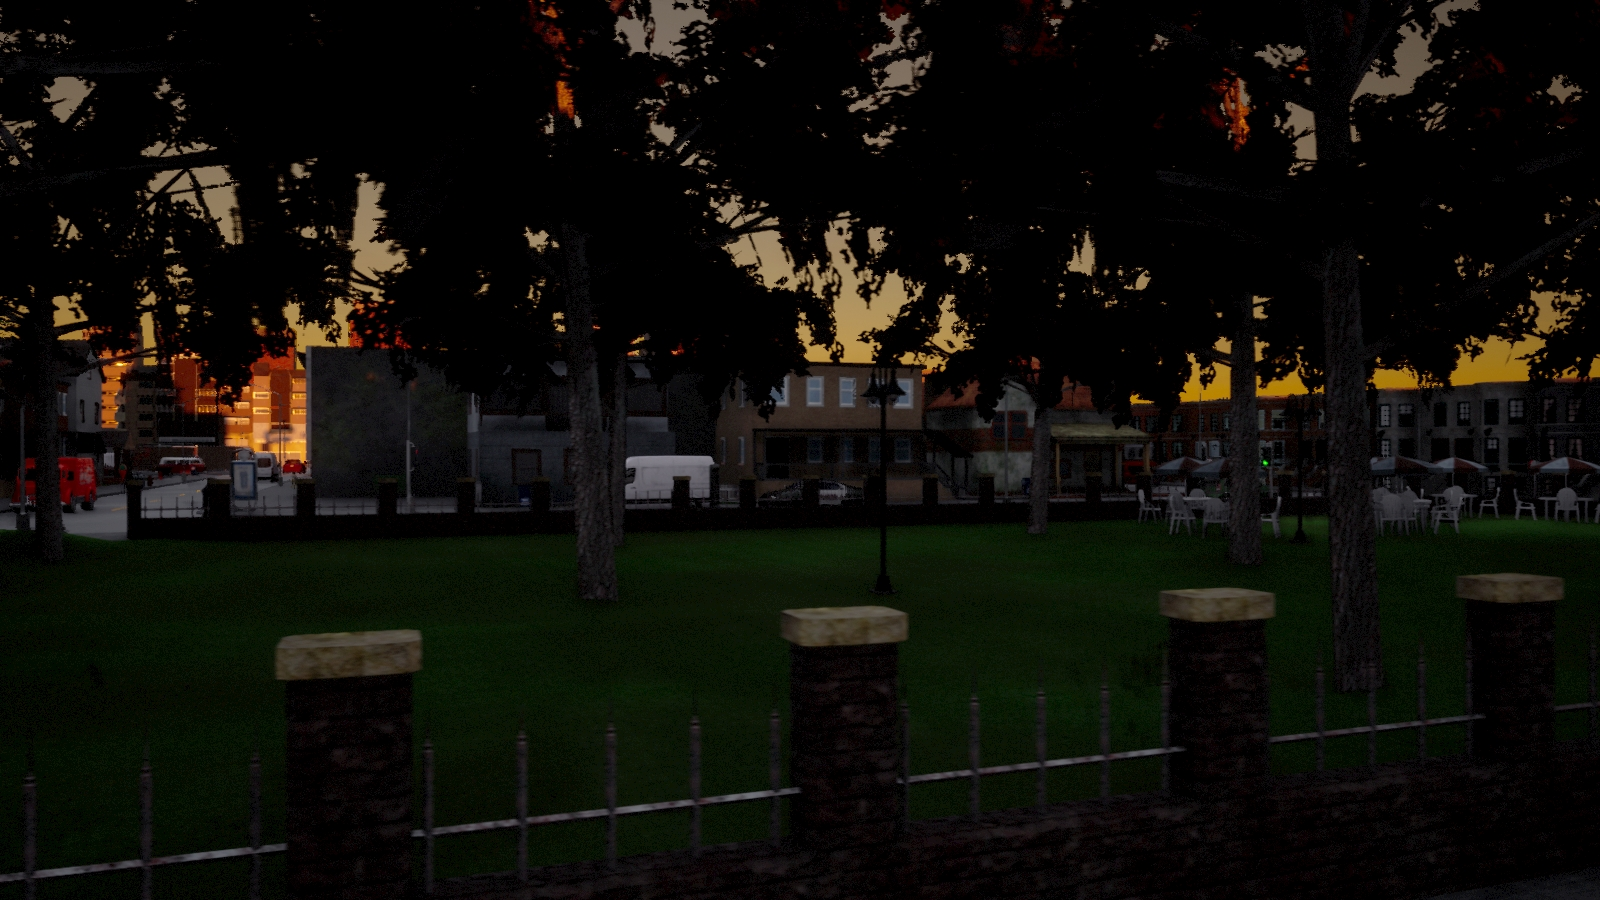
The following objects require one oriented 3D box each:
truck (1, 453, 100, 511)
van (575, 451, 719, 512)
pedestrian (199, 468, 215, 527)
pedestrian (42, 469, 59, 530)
[{"bbox_3d":[-33.418,1.349,51.137,2.627,2.467,5.204,0,0,-20],"label":"truck"},{"bbox_3d":[-6.636,1.315,49.609,5.915,2.561,1.988,0,0,-20],"label":"van"},{"bbox_3d":[-19.021,1.525,36.649,0.375,1.860,0.375,0,0,-15],"label":"pedestrian"},{"bbox_3d":[-23.267,1.524,35.461,0.375,1.860,0.375,0,0,-20],"label":"pedestrian"}]
